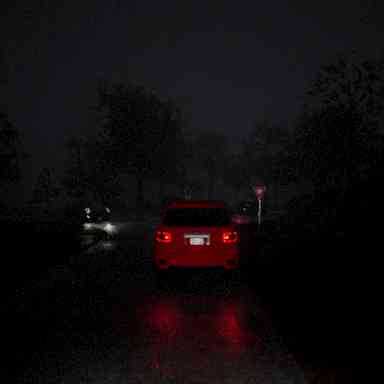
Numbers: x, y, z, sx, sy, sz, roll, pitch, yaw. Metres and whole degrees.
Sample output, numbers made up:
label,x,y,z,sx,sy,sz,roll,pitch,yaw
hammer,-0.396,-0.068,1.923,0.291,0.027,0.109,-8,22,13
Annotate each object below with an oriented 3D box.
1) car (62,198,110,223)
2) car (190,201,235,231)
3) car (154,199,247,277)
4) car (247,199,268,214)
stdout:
label,x,y,z,sx,sy,sz,roll,pitch,yaw
car,-8.211,1.329,25.713,2.097,1.767,4.553,0,0,-44
car,1.474,1.458,21.752,1.882,1.535,5.008,0,0,16
car,0.143,1.215,10.355,2.150,2.045,5.566,0,0,1
car,6.508,1.474,35.144,1.837,1.490,4.892,2,1,32
